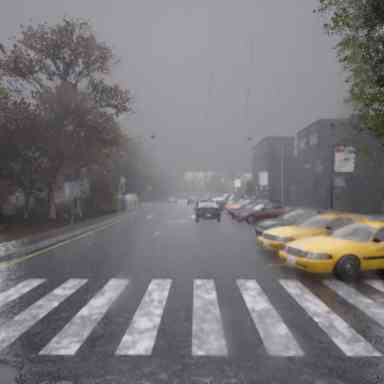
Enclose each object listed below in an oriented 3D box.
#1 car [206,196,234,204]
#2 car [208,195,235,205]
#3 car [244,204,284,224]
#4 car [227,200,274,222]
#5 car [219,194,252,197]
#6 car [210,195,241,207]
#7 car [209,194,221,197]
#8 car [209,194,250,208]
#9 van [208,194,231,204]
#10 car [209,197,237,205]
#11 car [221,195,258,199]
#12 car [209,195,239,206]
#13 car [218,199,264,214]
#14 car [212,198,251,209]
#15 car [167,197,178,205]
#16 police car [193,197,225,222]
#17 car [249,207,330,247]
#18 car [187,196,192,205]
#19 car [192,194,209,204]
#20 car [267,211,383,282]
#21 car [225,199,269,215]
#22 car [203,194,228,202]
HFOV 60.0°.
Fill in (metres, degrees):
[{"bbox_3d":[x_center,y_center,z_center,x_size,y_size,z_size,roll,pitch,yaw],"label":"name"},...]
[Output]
[{"bbox_3d":[5.608,1.641,66.802,5.008,1.535,2.097,1,-1,-20],"label":"car"},{"bbox_3d":[5.634,1.503,63.799,4.553,1.767,2.185,1,0,-20],"label":"car"},{"bbox_3d":[5.334,1.515,15.762,4.892,1.521,2.231,1,0,-20],"label":"car"},{"bbox_3d":[5.360,1.561,24.763,4.674,1.452,2.002,1,0,-20],"label":"car"},{"bbox_3d":[5.440,1.408,33.776,4.553,1.767,2.185,1,0,-20],"label":"car"},{"bbox_3d":[5.515,1.465,54.781,4.553,1.767,2.185,1,-1,-20],"label":"car"},{"bbox_3d":[5.435,1.294,39.751,5.566,2.045,2.435,1,0,-20],"label":"car"},{"bbox_3d":[5.483,1.318,48.768,5.566,2.045,2.435,1,0,-20],"label":"car"},{"bbox_3d":[5.740,1.431,69.847,4.442,1.987,1.878,1,-1,-20],"label":"van"},{"bbox_3d":[5.584,1.655,60.790,4.674,1.452,2.002,1,0,-20],"label":"car"},{"bbox_3d":[5.422,1.403,30.775,4.553,1.767,2.185,1,0,-20],"label":"car"},{"bbox_3d":[5.534,1.477,57.782,4.553,1.767,2.185,1,-1,-20],"label":"car"},{"bbox_3d":[5.422,1.579,36.772,4.674,1.452,2.002,1,0,-20],"label":"car"},{"bbox_3d":[5.457,1.590,45.765,4.792,1.488,2.163,1,0,-20],"label":"car"},{"bbox_3d":[-3.832,1.642,64.558,2.128,1.511,4.902,0,0,1],"label":"car"},{"bbox_3d":[1.222,1.462,26.608,1.930,1.638,5.238,0,0,0],"label":"police car"},{"bbox_3d":[5.145,1.507,12.698,5.366,1.575,1.946,1,0,-20],"label":"car"},{"bbox_3d":[0.224,1.489,62.537,2.097,1.767,4.553,0,0,0],"label":"car"},{"bbox_3d":[1.308,1.417,42.469,2.097,1.767,4.553,0,0,0],"label":"car"},{"bbox_3d":[5.140,1.505,9.697,5.366,1.575,1.946,1,0,-20],"label":"car"},{"bbox_3d":[5.345,1.553,27.755,4.792,1.488,2.163,1,0,-20],"label":"car"},{"bbox_3d":[5.687,1.458,81.840,5.566,2.045,2.435,1,-1,-20],"label":"car"}]
